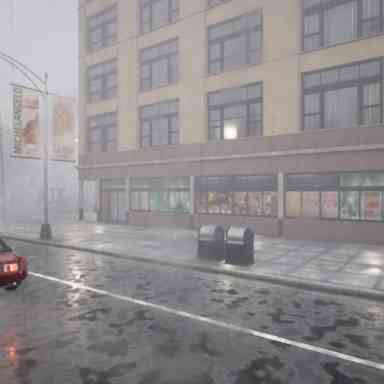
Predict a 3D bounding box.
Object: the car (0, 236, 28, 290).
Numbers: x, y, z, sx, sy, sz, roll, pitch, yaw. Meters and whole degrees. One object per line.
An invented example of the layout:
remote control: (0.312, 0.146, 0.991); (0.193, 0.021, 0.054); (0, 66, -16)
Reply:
car: (-5.678, 1.600, 8.136); (1.895, 1.301, 4.718); (0, 0, -42)
